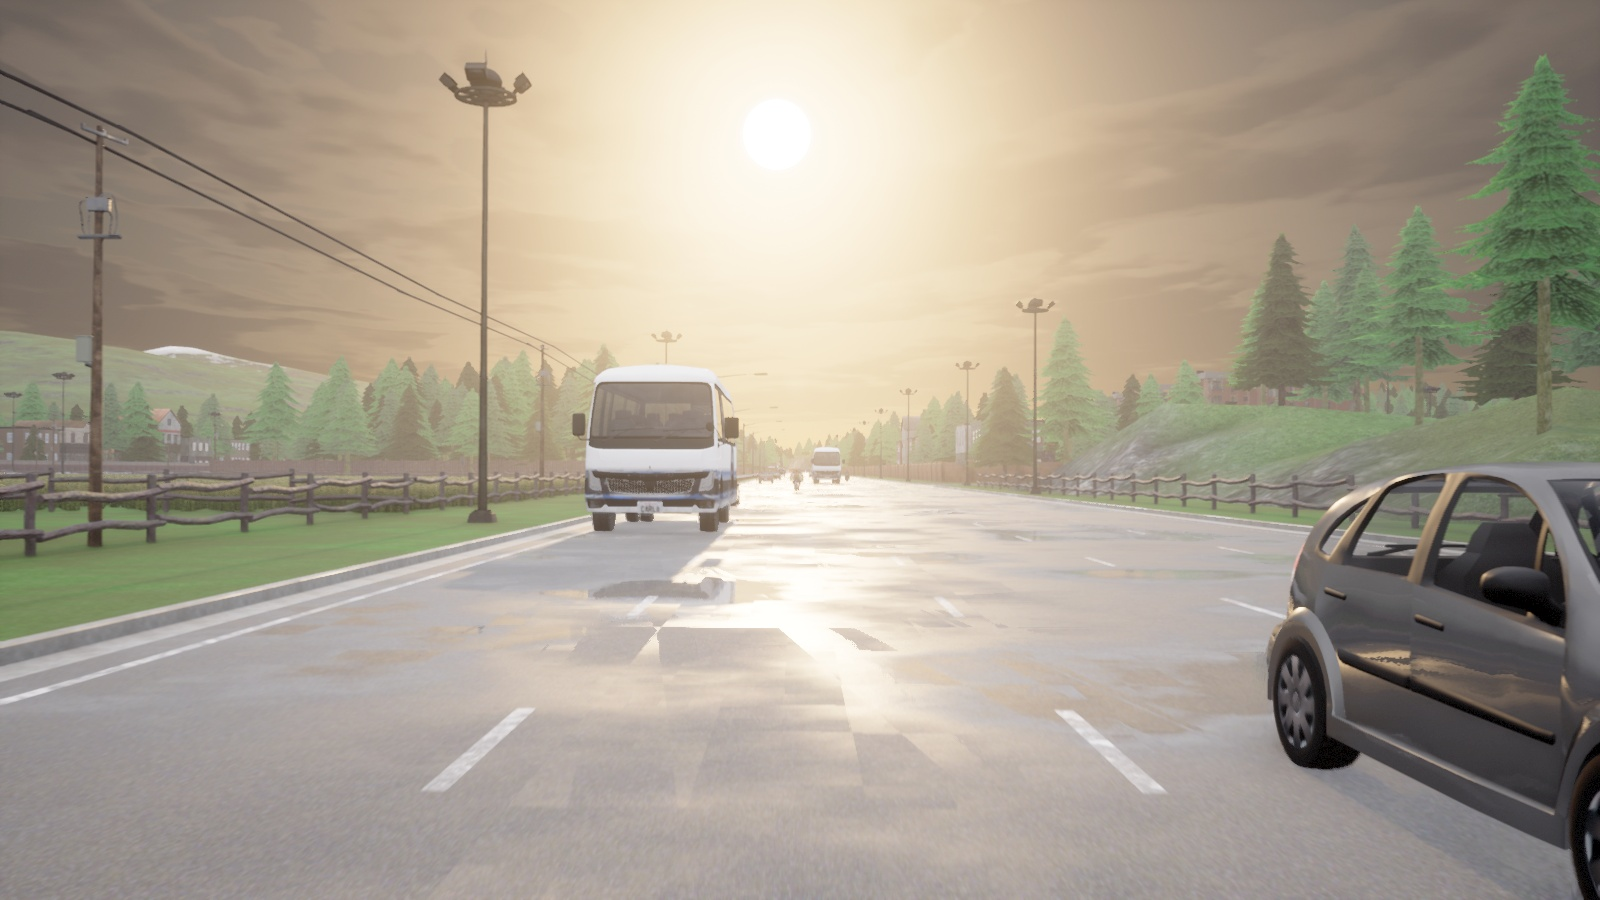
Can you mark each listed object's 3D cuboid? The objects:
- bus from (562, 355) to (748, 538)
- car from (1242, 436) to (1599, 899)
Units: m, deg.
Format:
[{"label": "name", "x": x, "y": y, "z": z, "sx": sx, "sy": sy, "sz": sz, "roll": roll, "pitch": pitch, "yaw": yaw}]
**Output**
[{"label": "bus", "x": -3.590, "y": -0.001, "z": 34.381, "sx": 3.944, "sy": 4.253, "sz": 10.273, "roll": 0, "pitch": -1, "yaw": 0}, {"label": "car", "x": 3.486, "y": 0.781, "z": 5.247, "sx": 1.851, "sy": 1.617, "sz": 3.988, "roll": 0, "pitch": -1, "yaw": 0}]
